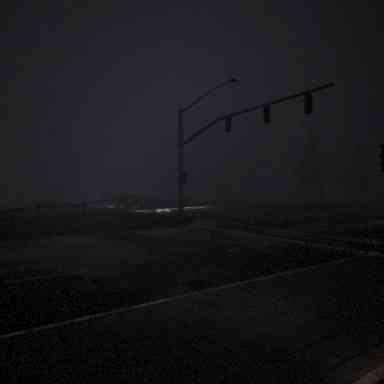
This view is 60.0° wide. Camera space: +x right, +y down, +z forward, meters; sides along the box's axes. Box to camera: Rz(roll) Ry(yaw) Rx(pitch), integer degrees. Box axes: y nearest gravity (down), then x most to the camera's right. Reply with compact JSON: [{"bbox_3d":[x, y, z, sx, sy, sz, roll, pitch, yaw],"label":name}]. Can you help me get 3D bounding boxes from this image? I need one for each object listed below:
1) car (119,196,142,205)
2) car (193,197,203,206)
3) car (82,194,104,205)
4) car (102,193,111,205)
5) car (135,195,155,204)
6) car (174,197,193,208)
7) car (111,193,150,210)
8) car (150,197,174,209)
[{"bbox_3d":[-10.973,1.417,58.926,2.033,1.411,5.357,0,0,-34],"label":"car"},{"bbox_3d":[-0.145,1.417,49.437,1.994,1.385,4.181,0,0,-35],"label":"car"},{"bbox_3d":[-16.623,1.432,54.765,1.812,1.442,4.674,0,0,-34],"label":"car"},{"bbox_3d":[-13.895,1.109,56.981,2.150,2.045,5.566,0,0,-34],"label":"car"},{"bbox_3d":[-8.730,1.377,61.850,1.812,1.442,4.674,0,0,-34],"label":"car"},{"bbox_3d":[-2.224,1.435,46.283,1.994,1.385,4.181,0,0,-35],"label":"car"},{"bbox_3d":[-7.947,1.128,42.241,2.150,2.045,5.566,0,0,-35],"label":"car"},{"bbox_3d":[-4.943,1.437,44.053,2.033,1.411,5.357,0,0,-35],"label":"car"}]
